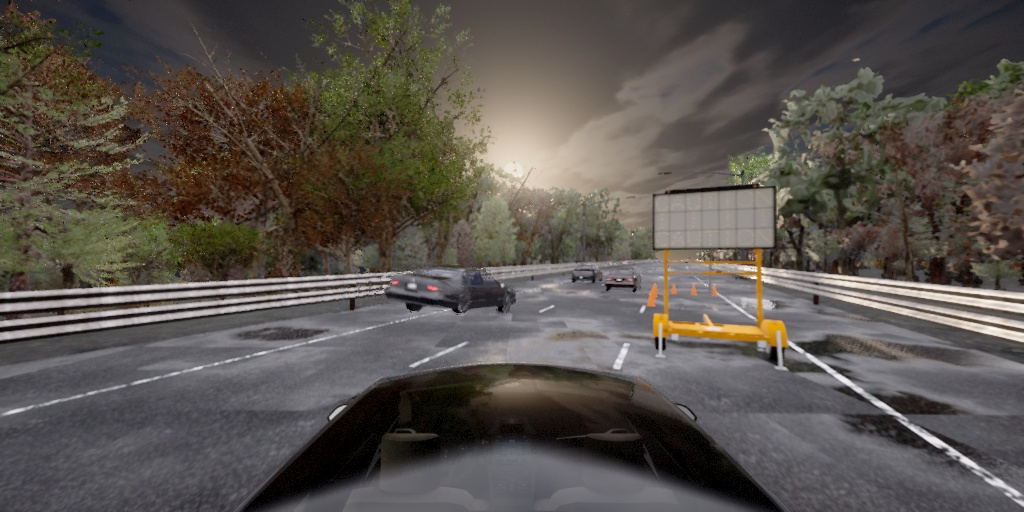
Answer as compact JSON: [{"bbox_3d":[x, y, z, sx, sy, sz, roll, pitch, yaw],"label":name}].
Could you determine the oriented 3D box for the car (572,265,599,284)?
[{"bbox_3d":[6.273,1.450,29.602,2.128,1.511,4.902,0,0,24],"label":"car"}]

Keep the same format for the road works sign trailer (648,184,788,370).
[{"bbox_3d":[4.476,0.261,8.105,2.380,3.560,2.880,0,0,24],"label":"road works sign trailer"}]

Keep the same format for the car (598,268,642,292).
[{"bbox_3d":[7.220,1.456,23.055,2.033,1.411,5.357,0,0,24],"label":"car"}]

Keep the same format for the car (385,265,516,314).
[{"bbox_3d":[-1.595,1.039,11.535,2.033,1.411,5.357,5,-3,23],"label":"car"}]
